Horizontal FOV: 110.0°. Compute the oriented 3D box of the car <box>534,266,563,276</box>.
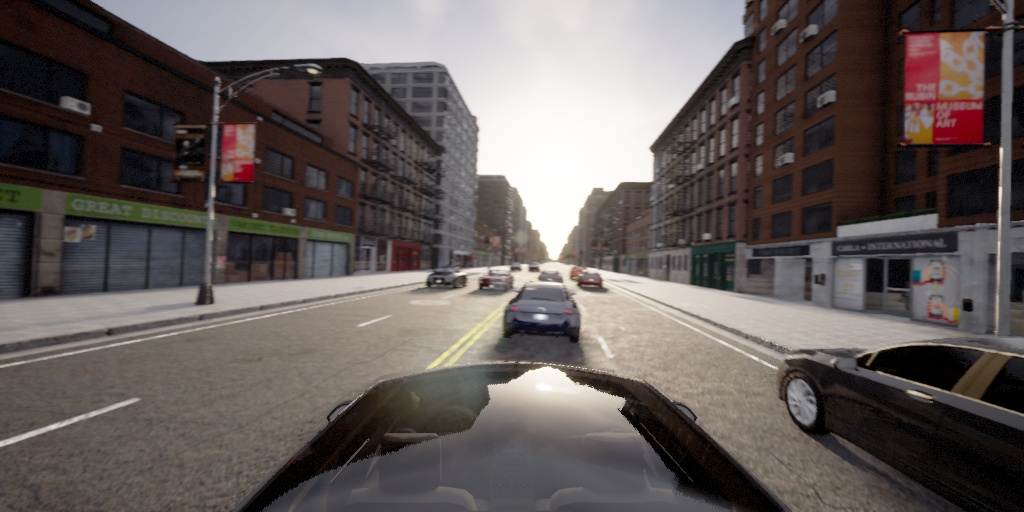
[{"bbox_3d":[2.981,1.711,27.867,1.994,1.385,4.181,2,-1,7],"label":"car"}]

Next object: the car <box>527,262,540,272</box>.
[{"bbox_3d":[3.989,1.953,65.002,2.097,1.767,4.553,2,-1,7],"label":"car"}]

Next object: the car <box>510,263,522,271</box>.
[{"bbox_3d":[0.702,1.947,64.902,1.882,1.535,5.008,2,-1,7],"label":"car"}]

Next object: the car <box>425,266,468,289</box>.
[{"bbox_3d":[-4.238,1.383,23.856,1.994,1.385,4.181,2,-1,7],"label":"car"}]

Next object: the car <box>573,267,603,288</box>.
[{"bbox_3d":[6.483,1.874,30.137,1.994,1.385,4.181,2,-1,7],"label":"car"}]

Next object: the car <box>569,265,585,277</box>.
[{"bbox_3d":[8.057,1.870,43.563,2.097,1.767,4.553,2,-1,7],"label":"car"}]

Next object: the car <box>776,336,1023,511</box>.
[{"bbox_3d":[4.338,1.438,2.914,1.837,1.490,4.892,2,-1,7],"label":"car"}]

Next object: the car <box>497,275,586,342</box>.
[{"bbox_3d":[0.913,1.442,10.457,1.994,1.385,4.181,2,-1,7],"label":"car"}]

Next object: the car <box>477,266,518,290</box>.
[{"bbox_3d":[-0.970,1.549,23.858,1.895,1.301,4.718,2,-1,7],"label":"car"}]
